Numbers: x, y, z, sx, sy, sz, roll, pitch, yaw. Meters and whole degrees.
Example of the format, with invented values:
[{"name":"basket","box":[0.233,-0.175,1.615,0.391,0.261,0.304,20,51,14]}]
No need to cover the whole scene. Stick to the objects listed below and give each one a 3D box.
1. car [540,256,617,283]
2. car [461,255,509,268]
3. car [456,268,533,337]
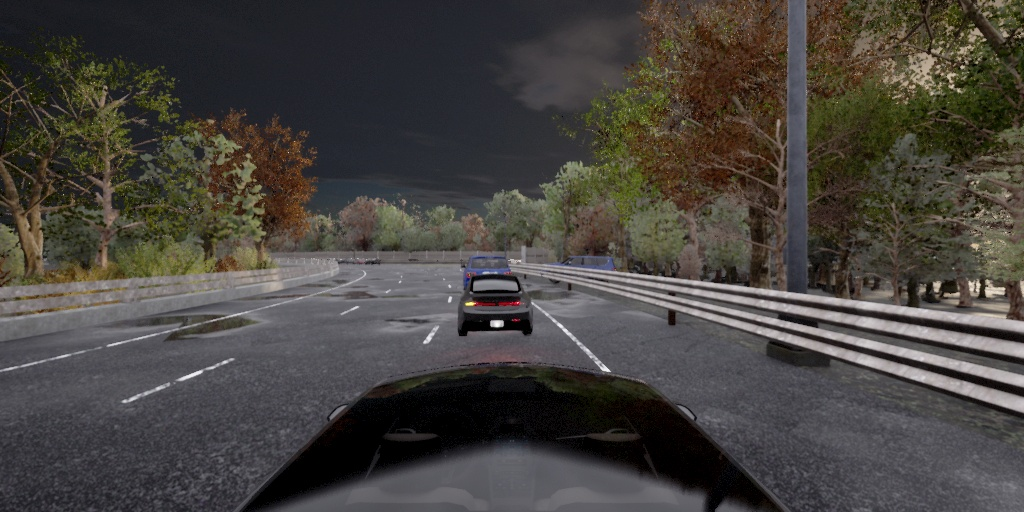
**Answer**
[{"name":"car","box":[4.832,0.977,26.165,5.566,2.045,2.150,3,1,0]},{"name":"car","box":[-1.319,0.974,17.848,2.150,2.045,5.566,0,0,-9]},{"name":"car","box":[-0.547,1.256,10.373,1.837,1.490,4.892,0,0,-5]}]
